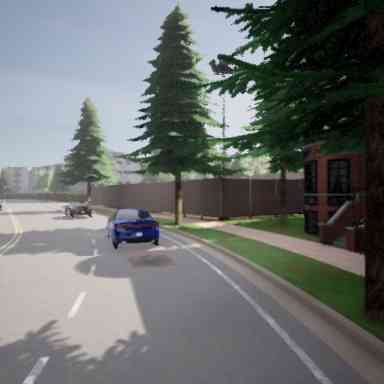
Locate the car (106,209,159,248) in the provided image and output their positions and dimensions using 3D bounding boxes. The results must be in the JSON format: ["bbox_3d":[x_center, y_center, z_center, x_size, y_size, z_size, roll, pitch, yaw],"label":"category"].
[{"bbox_3d":[-2.823,1.506,15.306,1.882,1.535,5.008,0,0,-18],"label":"car"}]

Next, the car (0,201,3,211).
[{"bbox_3d":[-25.905,1.823,43.725,1.895,1.301,4.718,0,0,-29],"label":"car"}]

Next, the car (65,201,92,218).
[{"bbox_3d":[-10.814,1.624,31.590,1.812,1.442,4.674,0,0,-29],"label":"car"}]
